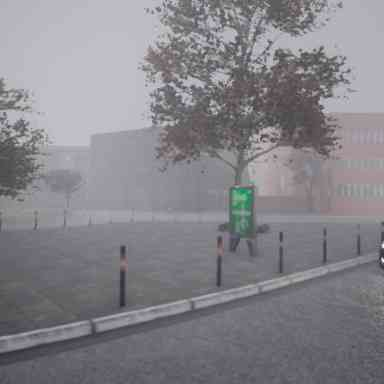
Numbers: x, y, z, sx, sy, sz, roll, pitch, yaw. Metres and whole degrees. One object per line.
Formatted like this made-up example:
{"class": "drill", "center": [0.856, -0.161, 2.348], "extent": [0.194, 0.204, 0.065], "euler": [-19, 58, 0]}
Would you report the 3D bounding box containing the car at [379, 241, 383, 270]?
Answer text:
{"class": "car", "center": [7.622, 1.537, 10.254], "extent": [4.553, 1.767, 2.097], "euler": [1, -1, -40]}
